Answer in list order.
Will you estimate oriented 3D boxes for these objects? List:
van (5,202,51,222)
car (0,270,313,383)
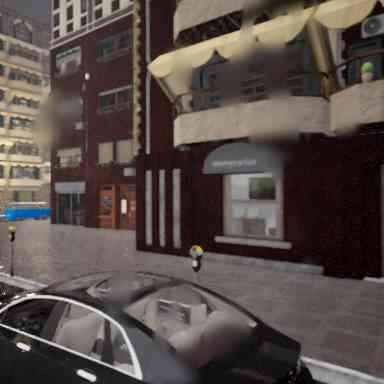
[{"bbox_3d":[-15.299,1.872,31.264,1.690,1.788,3.998,-2,-2,35],"label":"van"},{"bbox_3d":[-1.025,1.566,3.604,4.403,1.369,2.008,0,0,35],"label":"car"}]
